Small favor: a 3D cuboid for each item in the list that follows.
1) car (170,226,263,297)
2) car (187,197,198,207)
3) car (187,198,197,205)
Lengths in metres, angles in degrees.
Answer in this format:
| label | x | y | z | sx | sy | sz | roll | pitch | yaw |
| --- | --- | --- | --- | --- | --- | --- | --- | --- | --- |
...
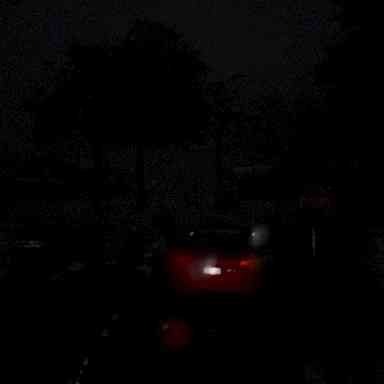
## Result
| label | x | y | z | sx | sy | sz | roll | pitch | yaw |
| --- | --- | --- | --- | --- | --- | --- | --- | --- | --- |
| car | 0.802 | 1.563 | 8.698 | 1.994 | 1.385 | 4.181 | 0 | 0 | 11 |
| car | 0.096 | 1.833 | 56.631 | 1.994 | 1.385 | 4.181 | 0 | -1 | 0 |
| car | -0.003 | 1.919 | 69.616 | 1.837 | 1.490 | 4.892 | 0 | -1 | 0 |
